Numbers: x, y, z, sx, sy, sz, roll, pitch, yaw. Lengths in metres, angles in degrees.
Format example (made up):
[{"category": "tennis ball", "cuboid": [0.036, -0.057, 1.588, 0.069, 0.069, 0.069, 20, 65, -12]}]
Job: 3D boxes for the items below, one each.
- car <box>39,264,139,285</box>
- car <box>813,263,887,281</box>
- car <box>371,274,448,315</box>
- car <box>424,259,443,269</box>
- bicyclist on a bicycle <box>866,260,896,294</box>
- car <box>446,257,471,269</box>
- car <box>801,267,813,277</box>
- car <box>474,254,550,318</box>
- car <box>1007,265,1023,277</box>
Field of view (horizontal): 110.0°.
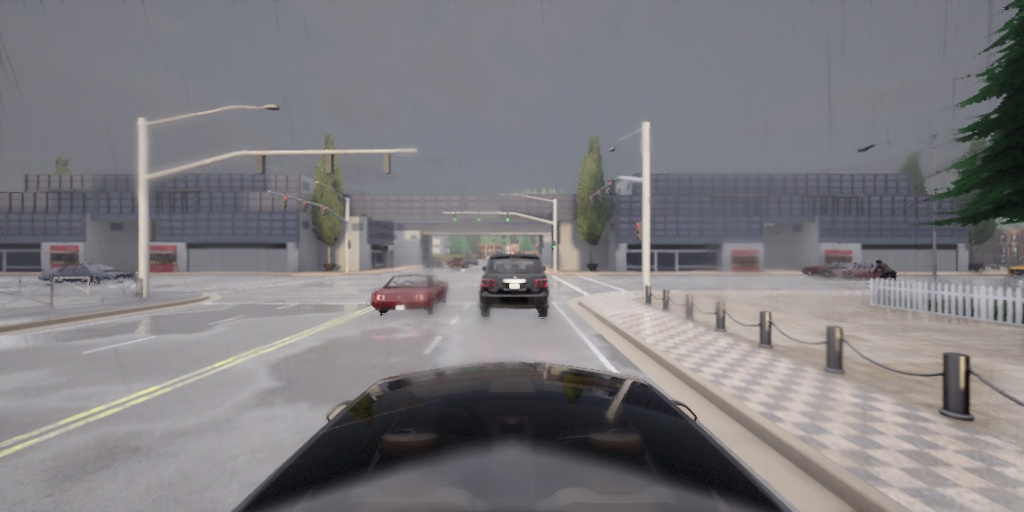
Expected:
[{"category": "car", "cuboid": [-29.393, 1.238, 24.963, 5.357, 1.411, 2.033, 0, 0, 1]}, {"category": "car", "cuboid": [27.096, 1.245, 28.549, 4.181, 1.385, 1.994, 0, 0, 0]}, {"category": "car", "cuboid": [-3.562, 1.321, 13.426, 1.895, 1.301, 4.718, 0, 0, -2]}, {"category": "car", "cuboid": [-11.191, 1.186, 51.525, 1.994, 1.385, 4.181, 0, 0, 1]}, {"category": "bicyclist on a bicycle", "cuboid": [18.163, 1.010, 17.595, 0.582, 1.620, 1.656, 0, 0, 0]}, {"category": "car", "cuboid": [-7.689, 0.975, 51.671, 2.097, 1.767, 4.553, 0, 0, 1]}, {"category": "car", "cuboid": [28.869, 1.273, 32.045, 4.718, 1.301, 1.895, 0, 0, 0]}, {"category": "car", "cuboid": [0.079, 0.943, 12.905, 2.150, 2.045, 5.566, 0, 0, 0]}, {"category": "car", "cuboid": [47.404, 1.192, 31.894, 5.008, 1.535, 1.882, 0, 0, 0]}]
